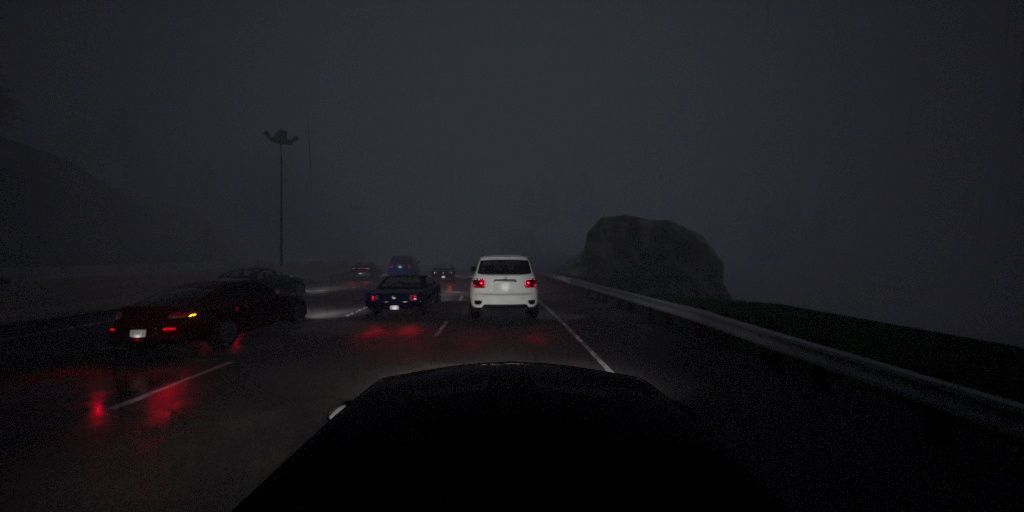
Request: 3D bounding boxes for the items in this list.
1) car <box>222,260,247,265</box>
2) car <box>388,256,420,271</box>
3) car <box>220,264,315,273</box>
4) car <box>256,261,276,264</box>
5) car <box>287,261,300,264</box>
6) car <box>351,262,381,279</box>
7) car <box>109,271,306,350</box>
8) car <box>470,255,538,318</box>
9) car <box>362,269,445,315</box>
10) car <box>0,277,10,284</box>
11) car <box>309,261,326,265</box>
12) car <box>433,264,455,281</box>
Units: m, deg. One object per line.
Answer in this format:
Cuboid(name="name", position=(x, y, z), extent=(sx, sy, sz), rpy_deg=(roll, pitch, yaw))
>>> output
Cuboid(name="car", position=(-39.352, 1.347, 50.851), extent=(2.128, 1.511, 4.902), rpy_deg=(0, 0, -17))
Cuboid(name="car", position=(-9.532, 1.001, 31.840), extent=(2.150, 2.045, 5.566), rpy_deg=(0, 0, -9))
Cuboid(name="car", position=(-11.097, 1.271, 15.883), extent=(2.128, 1.511, 4.902), rpy_deg=(0, 0, -4))
Cuboid(name="car", position=(-36.150, 1.393, 52.448), extent=(2.033, 1.411, 5.357), rpy_deg=(0, 0, -17))
Cuboid(name="car", position=(-32.715, 1.439, 53.047), extent=(1.895, 1.301, 4.718), rpy_deg=(0, 0, -17))
Cuboid(name="car", position=(-13.250, 1.280, 32.770), extent=(2.128, 1.511, 4.902), rpy_deg=(0, 0, -10))
Cuboid(name="car", position=(-7.164, 1.294, 9.072), extent=(1.812, 1.442, 4.674), rpy_deg=(0, 0, -2))
Cuboid(name="car", position=(-0.360, 0.975, 13.253), extent=(2.150, 2.045, 5.566), rpy_deg=(0, 0, -3))
Cuboid(name="car", position=(-3.897, 1.363, 13.677), extent=(1.895, 1.301, 4.718), rpy_deg=(0, 0, -4))
Cuboid(name="car", position=(-21.583, 1.294, 12.781), extent=(2.128, 1.511, 4.902), rpy_deg=(0, 0, -4))
Cuboid(name="car", position=(-29.173, 1.378, 53.533), extent=(2.033, 1.411, 5.357), rpy_deg=(0, 0, -16))
Cuboid(name="car", position=(-5.806, 1.372, 30.699), extent=(1.895, 1.301, 4.718), rpy_deg=(0, 0, -9))
